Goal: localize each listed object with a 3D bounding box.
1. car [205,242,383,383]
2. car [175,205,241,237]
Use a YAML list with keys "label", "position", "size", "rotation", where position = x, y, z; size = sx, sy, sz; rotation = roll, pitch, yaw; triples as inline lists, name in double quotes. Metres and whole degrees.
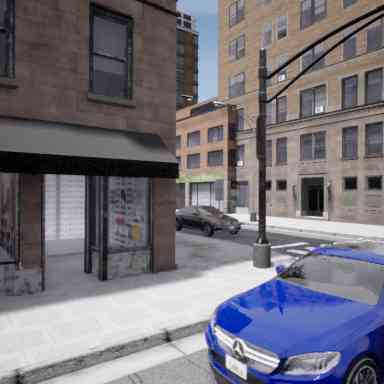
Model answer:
- label: "car"
  position: [2.343, 1.525, 4.751]
  size: [4.674, 1.442, 1.812]
  rotation: [0, 0, -36]
- label: "car"
  position: [0.600, 1.444, 17.920]
  size: [1.812, 1.442, 4.674]
  rotation: [0, 0, -34]
